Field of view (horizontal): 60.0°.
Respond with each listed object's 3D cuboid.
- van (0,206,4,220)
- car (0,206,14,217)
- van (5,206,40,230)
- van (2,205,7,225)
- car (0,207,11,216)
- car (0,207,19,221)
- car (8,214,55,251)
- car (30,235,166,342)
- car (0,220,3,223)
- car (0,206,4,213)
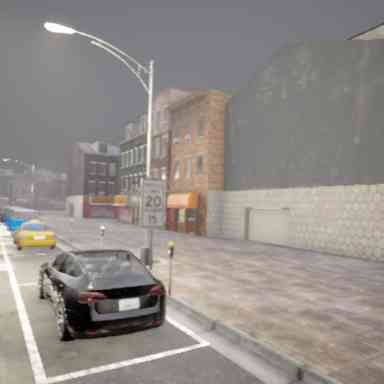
[{"bbox_3d":[-16.682,2.268,31.183,1.690,1.788,3.998,3,-3,-31],"label":"van"},{"bbox_3d":[-28.392,2.901,50.550,1.967,1.590,4.097,3,-3,-31],"label":"car"},{"bbox_3d":[-10.829,2.002,21.497,1.690,1.788,3.998,3,-3,-31],"label":"van"},{"bbox_3d":[-13.756,2.135,26.340,1.690,1.788,3.998,3,-3,-31],"label":"van"},{"bbox_3d":[-31.323,3.177,55.387,1.802,1.307,4.206,3,-3,-31],"label":"car"},{"bbox_3d":[-22.539,2.634,40.865,1.967,1.590,4.097,3,-3,-31],"label":"car"},{"bbox_3d":[-7.996,2.058,16.791,1.752,1.417,4.829,3,-3,-31],"label":"car"},{"bbox_3d":[-2.056,1.831,6.958,1.947,1.339,4.313,3,-3,-31],"label":"car"},{"bbox_3d":[-9.293,1.919,13.966,2.033,1.411,5.357,3,-3,-31],"label":"car"},{"bbox_3d":[-39.054,3.442,66.856,2.008,1.369,4.403,3,-3,-31],"label":"car"}]
